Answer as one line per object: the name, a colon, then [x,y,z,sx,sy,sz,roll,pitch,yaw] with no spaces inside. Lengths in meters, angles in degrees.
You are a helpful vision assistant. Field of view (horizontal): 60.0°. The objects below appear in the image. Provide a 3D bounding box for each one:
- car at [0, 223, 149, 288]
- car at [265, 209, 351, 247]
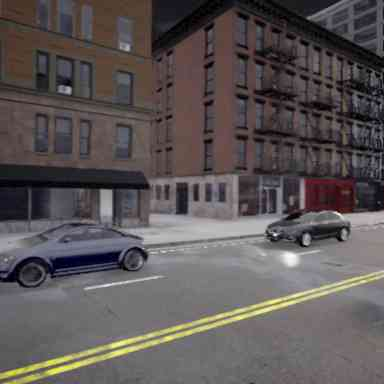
car: [-3.316,1.582,9.314,4.181,1.385,1.994,1,0,-37]
car: [5.526,1.599,15.581,4.892,1.490,1.837,1,0,-35]
